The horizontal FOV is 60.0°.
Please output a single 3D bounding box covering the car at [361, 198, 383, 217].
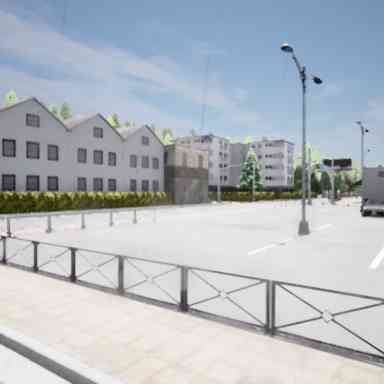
[{"bbox_3d":[15.091,1.284,27.046,2.007,1.523,4.514,0,0,35],"label":"car"}]
